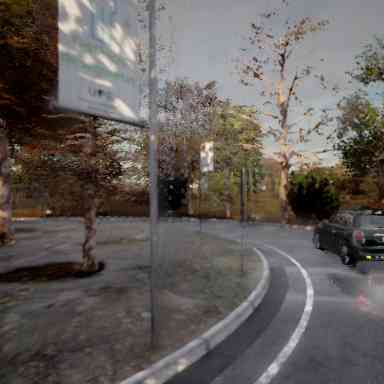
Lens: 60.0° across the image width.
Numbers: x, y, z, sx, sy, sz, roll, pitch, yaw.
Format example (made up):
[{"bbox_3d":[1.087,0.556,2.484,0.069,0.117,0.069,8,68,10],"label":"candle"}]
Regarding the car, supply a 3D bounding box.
[{"bbox_3d":[5.863,1.397,11.753,2.097,1.767,4.553,-1,0,5],"label":"car"}]
